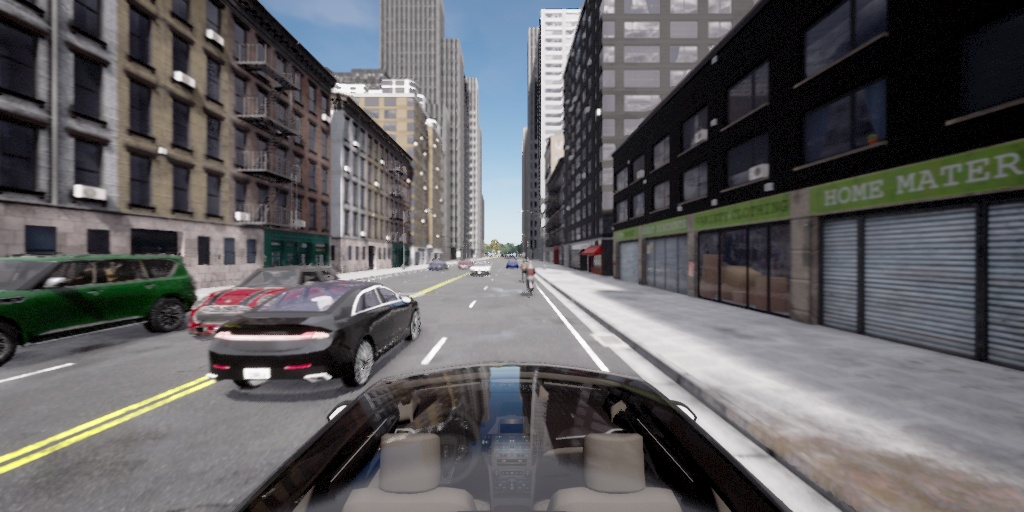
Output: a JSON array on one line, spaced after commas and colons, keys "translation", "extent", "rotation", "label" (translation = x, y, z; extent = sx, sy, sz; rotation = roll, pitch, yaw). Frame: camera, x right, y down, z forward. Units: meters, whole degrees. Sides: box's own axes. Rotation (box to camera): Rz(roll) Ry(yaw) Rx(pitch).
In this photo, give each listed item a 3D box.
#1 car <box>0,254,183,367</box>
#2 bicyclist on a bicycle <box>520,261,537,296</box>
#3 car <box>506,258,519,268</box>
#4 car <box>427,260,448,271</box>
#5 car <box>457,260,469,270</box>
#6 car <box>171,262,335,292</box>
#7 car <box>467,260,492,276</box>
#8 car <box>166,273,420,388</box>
[{"translation": [-9.848, 0.966, 7.697], "extent": [2.150, 2.045, 5.566], "rotation": [0, 0, 0], "label": "car"}, {"translation": [0.893, 1.105, 17.520], "extent": [0.659, 1.776, 1.843], "rotation": [0, 0, 0], "label": "bicyclist on a bicycle"}, {"translation": [0.076, 1.255, 57.293], "extent": [1.994, 1.385, 4.181], "rotation": [0, 0, 0], "label": "car"}, {"translation": [-9.831, 1.252, 47.929], "extent": [2.033, 1.411, 5.357], "rotation": [0, 0, 0], "label": "car"}, {"translation": [-6.577, 1.226, 50.799], "extent": [1.812, 1.442, 4.674], "rotation": [0, 0, 0], "label": "car"}, {"translation": [-6.600, 1.093, 10.390], "extent": [2.097, 1.767, 4.553], "rotation": [0, 0, 0], "label": "car"}, {"translation": [-3.151, 1.317, 37.256], "extent": [1.895, 1.301, 4.718], "rotation": [0, 0, 0], "label": "car"}, {"translation": [-3.150, 1.236, 6.852], "extent": [2.128, 1.511, 4.902], "rotation": [0, 0, 0], "label": "car"}]
